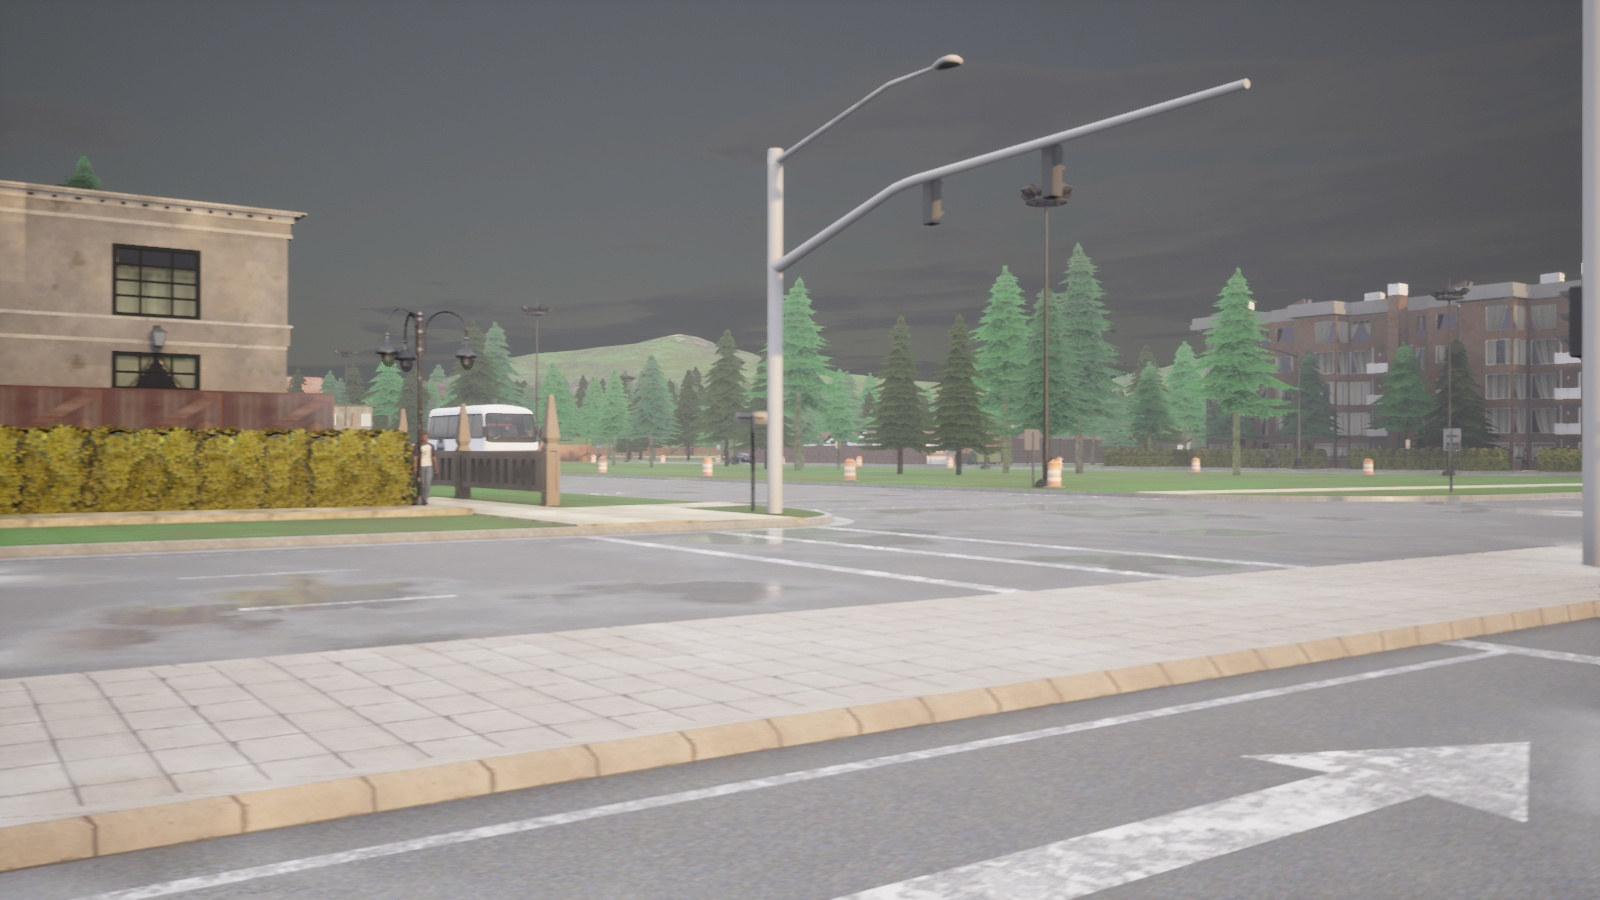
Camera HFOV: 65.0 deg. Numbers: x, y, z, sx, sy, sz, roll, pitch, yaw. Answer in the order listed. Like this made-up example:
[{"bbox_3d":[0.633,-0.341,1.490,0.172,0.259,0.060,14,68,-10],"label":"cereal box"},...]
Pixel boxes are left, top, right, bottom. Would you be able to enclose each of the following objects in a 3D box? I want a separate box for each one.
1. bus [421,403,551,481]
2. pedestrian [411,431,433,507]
[{"bbox_3d":[-18.561,-0.412,73.625,3.944,4.253,10.273,0,0,-35],"label":"bus"},{"bbox_3d":[-9.249,0.449,30.725,0.354,1.836,0.706,0,0,-32],"label":"pedestrian"}]
